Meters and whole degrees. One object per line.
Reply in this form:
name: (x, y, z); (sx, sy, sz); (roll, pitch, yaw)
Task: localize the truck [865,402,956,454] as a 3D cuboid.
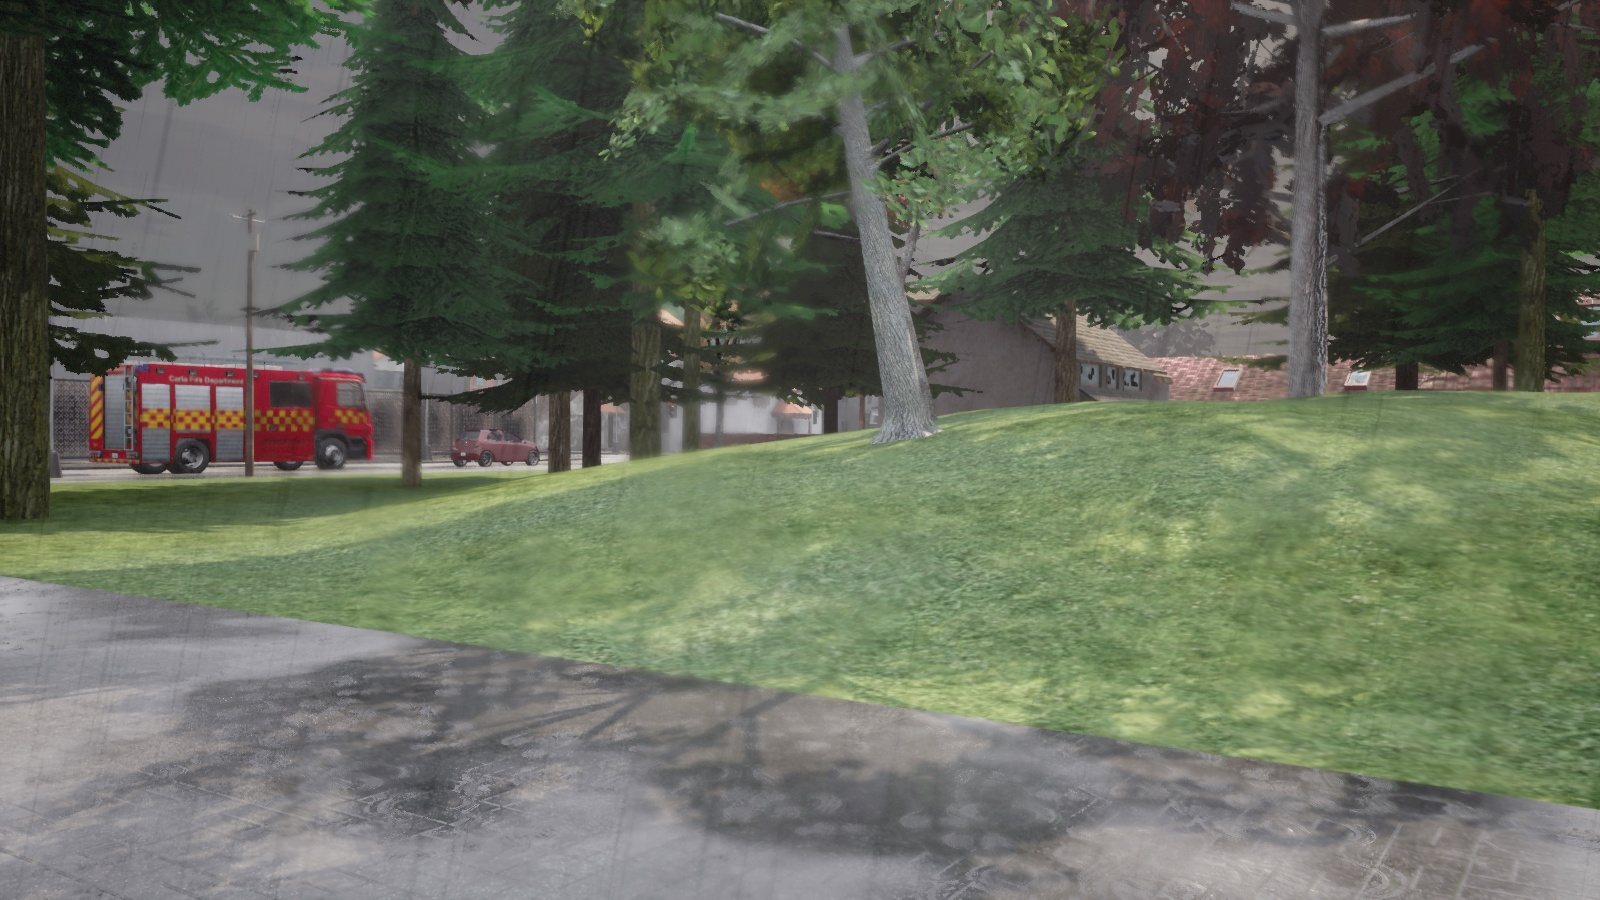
truck: (7.773, -1.513, 87.329); (2.891, 3.462, 7.936); (0, 1, 33)

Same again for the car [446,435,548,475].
car: (-12.067, 0.169, 50.173); (1.845, 1.501, 3.633); (0, 1, 33)

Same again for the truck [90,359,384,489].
truck: (-18.100, -0.831, 41.094); (2.891, 3.827, 8.468); (0, 1, 34)
